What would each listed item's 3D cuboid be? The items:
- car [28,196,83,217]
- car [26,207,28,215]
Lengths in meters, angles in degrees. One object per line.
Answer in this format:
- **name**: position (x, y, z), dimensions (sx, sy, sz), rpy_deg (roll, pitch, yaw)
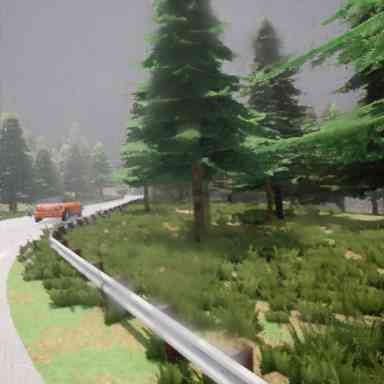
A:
- **car**: position (-9.482, 1.069, 23.995), dimensions (2.097, 1.767, 4.553), rpy_deg (-3, 1, -1)
- **car**: position (-12.889, 1.298, 29.501), dimensions (2.128, 1.511, 4.902), rpy_deg (-4, 1, 0)
